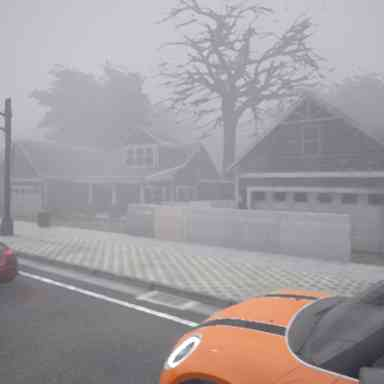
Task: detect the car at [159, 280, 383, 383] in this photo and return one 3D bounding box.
[{"bbox_3d":[1.904,1.355,2.322,4.553,1.767,2.097,1,0,36],"label":"car"}]

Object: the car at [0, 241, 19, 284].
[{"bbox_3d":[-6.037,1.452,8.036,4.181,1.385,1.994,1,0,36],"label":"car"}]
